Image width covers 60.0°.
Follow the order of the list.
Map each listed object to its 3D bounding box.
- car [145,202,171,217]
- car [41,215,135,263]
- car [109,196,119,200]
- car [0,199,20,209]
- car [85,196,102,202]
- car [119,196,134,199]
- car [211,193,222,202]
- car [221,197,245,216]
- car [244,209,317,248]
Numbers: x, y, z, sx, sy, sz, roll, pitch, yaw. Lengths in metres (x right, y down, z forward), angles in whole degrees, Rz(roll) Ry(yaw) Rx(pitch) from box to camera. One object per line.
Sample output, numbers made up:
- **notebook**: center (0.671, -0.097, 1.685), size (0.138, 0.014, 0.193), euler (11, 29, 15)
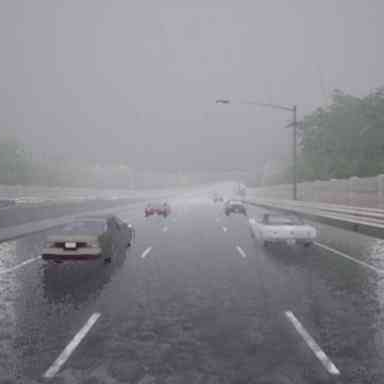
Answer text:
- **car**: center (-2.981, 1.534, 29.988), size (1.895, 1.301, 4.718), euler (0, 0, 1)
- **car**: center (-3.325, 1.507, 11.689), size (2.033, 1.411, 5.357), euler (0, 0, 1)
- **car**: center (-15.520, 1.490, 67.640), size (1.812, 1.442, 4.674), euler (0, 0, 3)
- **car**: center (-13.838, 1.279, 22.984), size (2.097, 1.767, 4.553), euler (0, 0, 1)
- **car**: center (-19.188, 1.429, 64.832), size (1.882, 1.535, 5.008), euler (0, 0, 3)
- **car**: center (-12.211, 1.491, 64.442), size (1.812, 1.442, 4.674), euler (0, 0, 4)
- **car**: center (5.957, 1.420, 74.810), size (2.097, 1.767, 4.553), euler (0, 0, 4)
- **car**: center (4.085, 1.467, 32.226), size (1.812, 1.442, 4.674), euler (0, 0, 2)
- **car**: center (3.713, 1.558, 14.554), size (1.895, 1.301, 4.718), euler (0, 0, 1)
